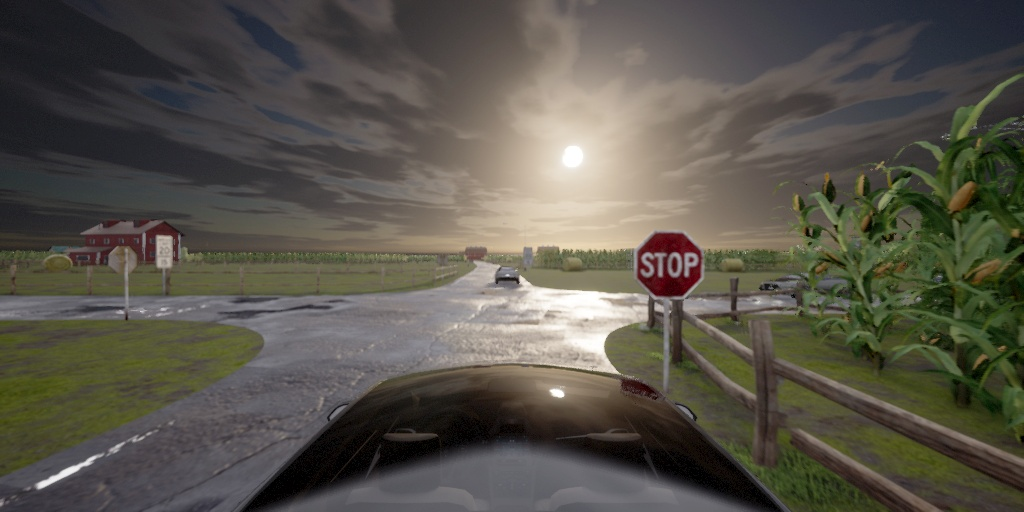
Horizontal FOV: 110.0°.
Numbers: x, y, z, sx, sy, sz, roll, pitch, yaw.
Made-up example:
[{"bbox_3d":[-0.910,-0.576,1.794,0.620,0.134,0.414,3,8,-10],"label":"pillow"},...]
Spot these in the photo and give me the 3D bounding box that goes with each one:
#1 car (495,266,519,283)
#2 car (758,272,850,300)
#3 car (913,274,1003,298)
[{"bbox_3d":[-0.419,1.521,30.434,1.994,1.385,4.181,0,0,-2],"label":"car"},{"bbox_3d":[15.495,1.529,18.999,4.181,1.385,1.994,0,0,-7],"label":"car"},{"bbox_3d":[25.537,1.564,20.342,4.674,1.442,1.812,0,0,-8],"label":"car"}]
